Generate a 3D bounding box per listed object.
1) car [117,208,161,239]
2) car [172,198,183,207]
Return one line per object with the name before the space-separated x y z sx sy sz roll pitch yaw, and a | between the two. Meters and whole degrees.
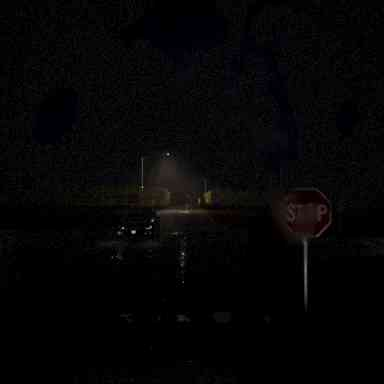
car | -2.736 1.659 18.008 1.837 1.490 4.892 1 -1 0
car | -2.717 1.981 63.241 1.837 1.490 4.892 0 -1 0
